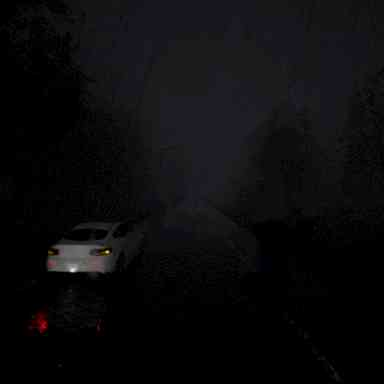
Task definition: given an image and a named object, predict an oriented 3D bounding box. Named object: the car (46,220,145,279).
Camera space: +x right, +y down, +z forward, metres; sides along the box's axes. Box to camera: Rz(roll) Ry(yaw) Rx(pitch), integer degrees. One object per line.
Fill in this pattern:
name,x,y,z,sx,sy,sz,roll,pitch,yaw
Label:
car,-2.685,1.566,10.086,1.812,1.442,4.674,0,0,3
